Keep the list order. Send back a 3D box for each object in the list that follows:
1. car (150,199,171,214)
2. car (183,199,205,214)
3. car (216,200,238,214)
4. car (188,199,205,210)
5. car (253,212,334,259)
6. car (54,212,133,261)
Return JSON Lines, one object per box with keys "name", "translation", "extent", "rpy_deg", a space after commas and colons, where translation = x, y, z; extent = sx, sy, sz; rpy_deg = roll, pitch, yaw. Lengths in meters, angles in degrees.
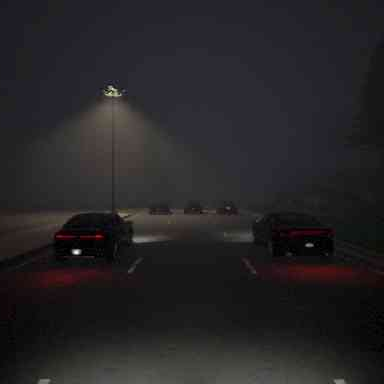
{"name": "car", "translation": [-3.353, 1.491, 35.633], "extent": [2.128, 1.511, 4.902], "rpy_deg": [0, 0, 1]}
{"name": "car", "translation": [0.139, 1.526, 35.351], "extent": [1.812, 1.442, 4.674], "rpy_deg": [0, 0, 1]}
{"name": "car", "translation": [3.638, 1.563, 35.024], "extent": [1.994, 1.385, 4.181], "rpy_deg": [0, 0, 1]}
{"name": "car", "translation": [0.633, 1.601, 44.512], "extent": [1.895, 1.301, 4.718], "rpy_deg": [0, 0, 6]}
{"name": "car", "translation": [3.601, 1.477, 12.672], "extent": [1.882, 1.535, 5.008], "rpy_deg": [0, 0, 0]}
{"name": "car", "translation": [-3.400, 1.505, 12.221], "extent": [1.837, 1.490, 4.892], "rpy_deg": [0, 0, 0]}
